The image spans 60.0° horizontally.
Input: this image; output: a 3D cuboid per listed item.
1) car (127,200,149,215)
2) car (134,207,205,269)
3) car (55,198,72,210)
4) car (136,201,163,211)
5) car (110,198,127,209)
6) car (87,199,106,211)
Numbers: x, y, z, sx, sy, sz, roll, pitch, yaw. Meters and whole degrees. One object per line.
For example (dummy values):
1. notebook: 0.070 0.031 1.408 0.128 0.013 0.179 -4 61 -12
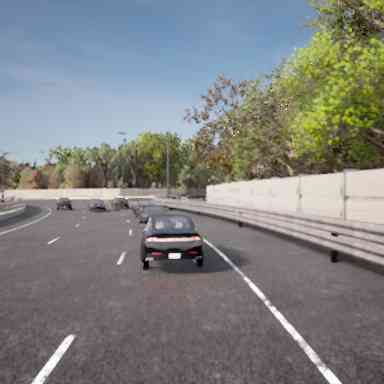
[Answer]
1. car: -4.647 1.511 31.362 2.128 1.511 4.902 0 0 -14
2. car: -0.746 1.495 11.274 2.128 1.511 4.902 0 0 -7
3. car: -17.370 1.577 45.030 1.837 1.490 4.892 0 0 -25
4. car: -2.540 1.574 22.559 1.994 1.385 4.181 0 0 -11
5. car: -10.101 1.547 45.962 1.837 1.490 4.892 0 0 -24
6. car: -11.788 1.596 41.040 2.033 1.411 5.357 0 0 -22
